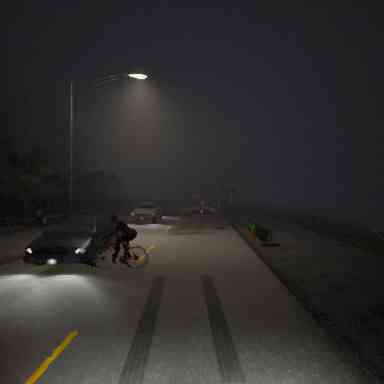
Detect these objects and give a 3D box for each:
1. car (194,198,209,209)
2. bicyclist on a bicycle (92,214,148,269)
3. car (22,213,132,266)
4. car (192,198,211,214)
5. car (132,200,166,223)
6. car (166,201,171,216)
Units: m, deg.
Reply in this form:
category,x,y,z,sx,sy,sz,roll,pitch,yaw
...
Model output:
category,x,y,z,sx,sy,sz,roll,pitch,yaw
car,1.365,1.547,47.837,2.033,1.411,5.357,0,0,0
bicyclist on a bicycle,-2.102,1.452,9.643,1.656,1.620,0.582,0,0,2
car,-3.817,1.547,11.867,2.033,1.411,5.357,0,0,2
car,1.005,1.601,34.915,1.895,1.301,4.718,0,0,2
car,-3.376,1.525,25.320,1.812,1.442,4.674,0,0,2
car,-3.189,1.547,33.430,2.033,1.411,5.357,0,0,2
